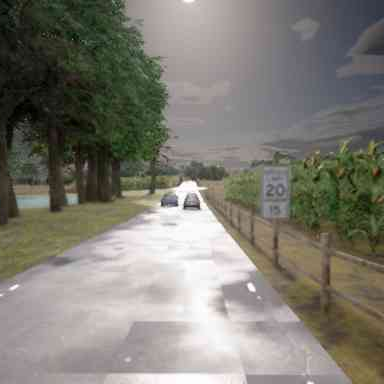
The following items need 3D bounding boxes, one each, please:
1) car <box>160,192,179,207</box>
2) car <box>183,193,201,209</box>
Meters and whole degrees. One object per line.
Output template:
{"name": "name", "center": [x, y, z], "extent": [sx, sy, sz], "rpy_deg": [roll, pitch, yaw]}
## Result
{"name": "car", "center": [-2.764, 0.849, 41.814], "extent": [2.097, 1.767, 4.553], "rpy_deg": [0, 1, 0]}
{"name": "car", "center": [-0.013, 1.153, 37.617], "extent": [1.994, 1.385, 4.181], "rpy_deg": [0, 1, 0]}
